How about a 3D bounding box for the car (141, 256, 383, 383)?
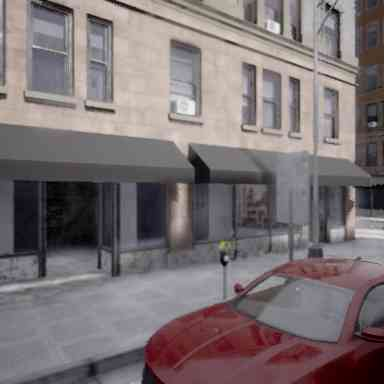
[{"bbox_3d":[1.584,1.539,3.938,4.507,1.381,1.887,0,0,-35],"label":"car"}]
